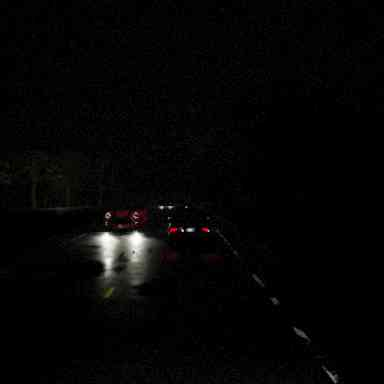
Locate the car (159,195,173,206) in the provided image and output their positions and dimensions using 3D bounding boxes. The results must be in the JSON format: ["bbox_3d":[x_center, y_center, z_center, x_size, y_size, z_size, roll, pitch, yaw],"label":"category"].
[{"bbox_3d":[-4.791,1.624,61.970,2.150,2.045,5.566,0,-1,-1],"label":"car"}]

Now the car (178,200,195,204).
[{"bbox_3d":[-0.605,1.586,36.517,1.994,1.385,4.181,0,0,-1],"label":"car"}]

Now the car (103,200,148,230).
[{"bbox_3d":[-3.949,1.300,20.407,2.097,1.767,4.553,0,0,-1],"label":"car"}]

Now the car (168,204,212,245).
[{"bbox_3d":[-0.138,1.498,15.227,2.033,1.411,5.357,0,0,-1],"label":"car"}]
